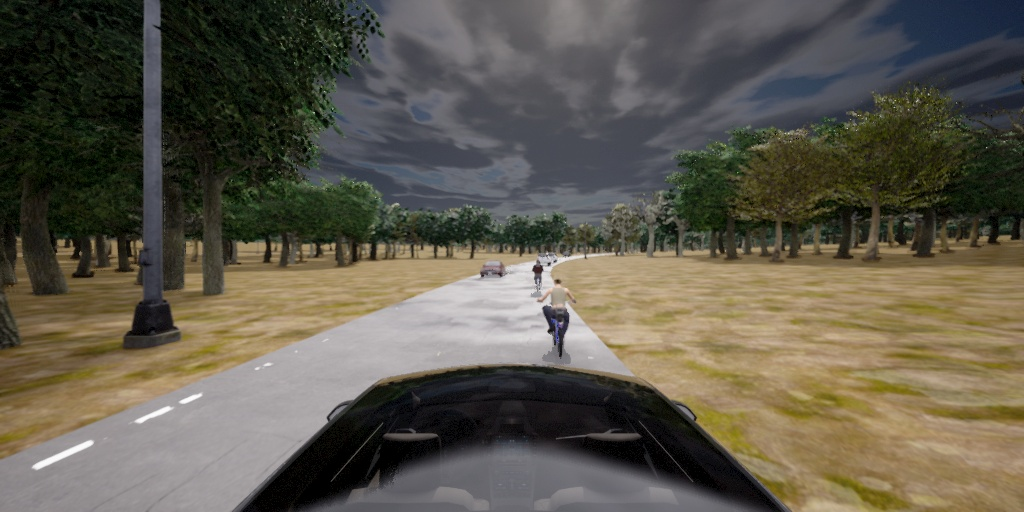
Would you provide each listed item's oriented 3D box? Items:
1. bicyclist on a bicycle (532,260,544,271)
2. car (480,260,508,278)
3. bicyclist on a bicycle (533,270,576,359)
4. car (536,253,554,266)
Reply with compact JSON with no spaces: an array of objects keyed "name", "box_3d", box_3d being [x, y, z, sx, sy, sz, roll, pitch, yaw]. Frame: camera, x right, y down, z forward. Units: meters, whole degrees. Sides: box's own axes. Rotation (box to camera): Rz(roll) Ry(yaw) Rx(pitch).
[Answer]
[{"name":"bicyclist on a bicycle","box_3d":[1.367,1.061,18.915,0.659,1.776,1.843,0,1,3]},{"name":"car","box_3d":[-1.606,1.110,31.944,1.812,1.442,4.674,0,1,5]},{"name":"bicyclist on a bicycle","box_3d":[0.939,1.175,7.438,0.866,1.612,1.509,0,0,1]},{"name":"car","box_3d":[5.350,0.529,59.830,2.150,2.045,5.566,0,0,10]}]
